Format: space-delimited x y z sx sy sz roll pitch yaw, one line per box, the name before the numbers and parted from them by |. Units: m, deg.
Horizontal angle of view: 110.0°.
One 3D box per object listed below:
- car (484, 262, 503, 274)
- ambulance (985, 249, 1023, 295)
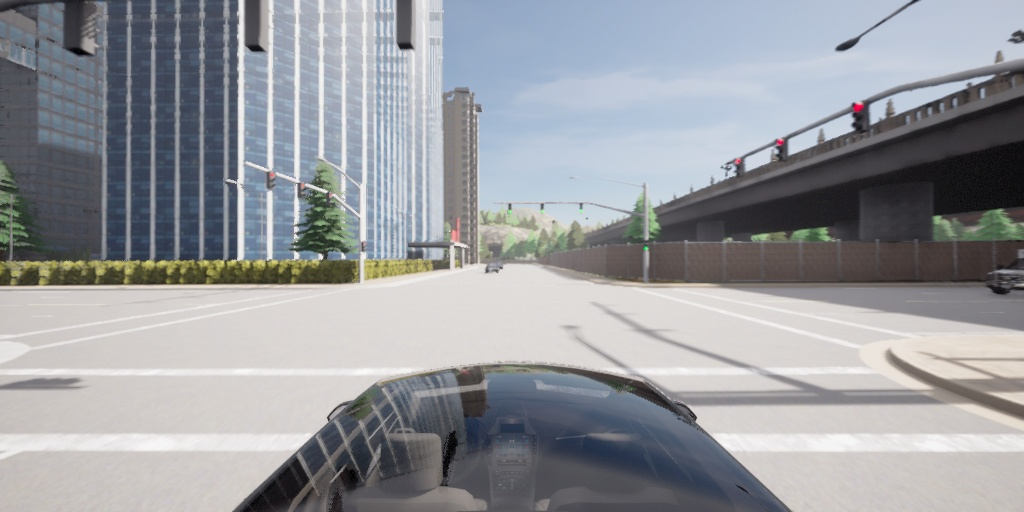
car | -2.815 1.696 50.964 2.128 1.511 4.902 0 0 1
ambulance | 28.213 0.824 18.139 6.366 2.431 2.351 0 -1 1
